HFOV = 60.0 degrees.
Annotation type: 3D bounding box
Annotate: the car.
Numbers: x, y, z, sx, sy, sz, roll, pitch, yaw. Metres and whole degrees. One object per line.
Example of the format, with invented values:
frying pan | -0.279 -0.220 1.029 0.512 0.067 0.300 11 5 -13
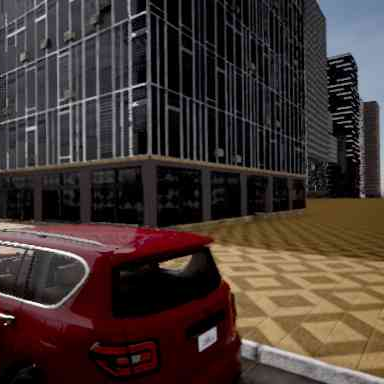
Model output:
car | -1.815 1.319 4.182 5.009 1.841 2.192 0 -1 35
